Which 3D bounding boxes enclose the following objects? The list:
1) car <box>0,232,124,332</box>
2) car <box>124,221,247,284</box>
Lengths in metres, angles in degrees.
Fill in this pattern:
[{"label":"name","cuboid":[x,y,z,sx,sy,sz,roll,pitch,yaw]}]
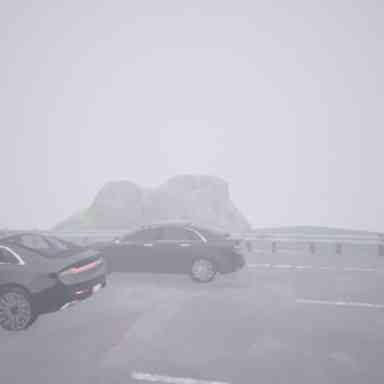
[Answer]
[{"label":"car","cuboid":[-4.132,1.572,6.603,4.902,1.511,2.128,0,-1,10]},{"label":"car","cuboid":[-0.916,1.610,9.561,4.892,1.490,1.837,0,-1,12]}]
